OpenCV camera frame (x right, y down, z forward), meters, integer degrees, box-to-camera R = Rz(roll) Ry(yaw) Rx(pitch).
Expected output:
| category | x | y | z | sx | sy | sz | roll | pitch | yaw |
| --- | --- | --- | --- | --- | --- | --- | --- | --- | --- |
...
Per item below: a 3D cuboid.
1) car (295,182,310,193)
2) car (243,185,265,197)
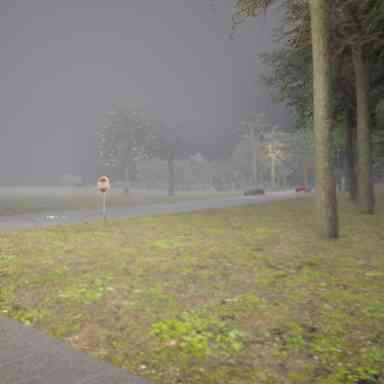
| category | x | y | z | sx | sy | sz | roll | pitch | yaw |
| --- | --- | --- | --- | --- | --- | --- | --- | --- | --- |
| car | 22.082 | -0.879 | 66.326 | 2.150 | 2.045 | 5.566 | -2 | 1 | 27 |
| car | 11.363 | -0.271 | 60.491 | 2.150 | 2.045 | 5.566 | -2 | 1 | 34 |
